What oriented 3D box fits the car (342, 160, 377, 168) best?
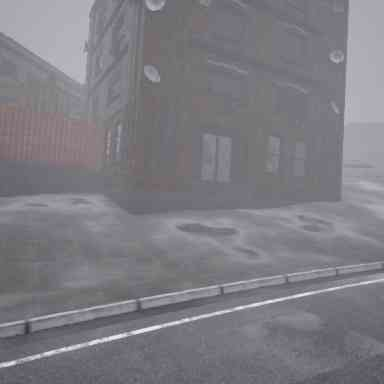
[{"bbox_3d":[20.959,-3.283,42.379,4.553,1.767,2.185,2,-3,14],"label":"car"}]
